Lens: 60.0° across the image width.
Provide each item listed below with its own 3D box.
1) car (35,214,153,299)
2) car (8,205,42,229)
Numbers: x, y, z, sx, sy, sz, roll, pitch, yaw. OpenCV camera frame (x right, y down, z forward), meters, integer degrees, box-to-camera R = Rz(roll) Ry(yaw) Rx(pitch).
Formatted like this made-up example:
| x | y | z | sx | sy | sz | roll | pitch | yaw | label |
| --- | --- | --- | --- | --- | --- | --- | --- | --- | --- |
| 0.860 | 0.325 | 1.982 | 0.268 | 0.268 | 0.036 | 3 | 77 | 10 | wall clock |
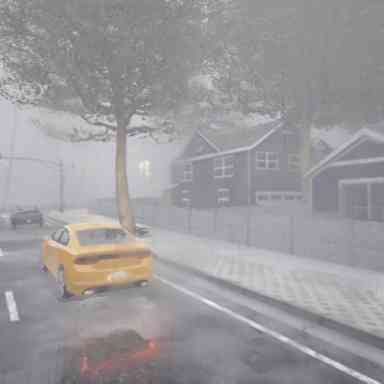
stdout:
| x | y | z | sx | sy | sz | roll | pitch | yaw | label |
| --- | --- | --- | --- | --- | --- | --- | --- | --- | --- |
| -2.760 | 1.544 | 8.842 | 1.882 | 1.535 | 5.008 | 0 | -1 | -32 | car |
| -11.697 | 1.659 | 23.366 | 2.128 | 1.511 | 4.902 | 0 | -1 | -32 | car |
